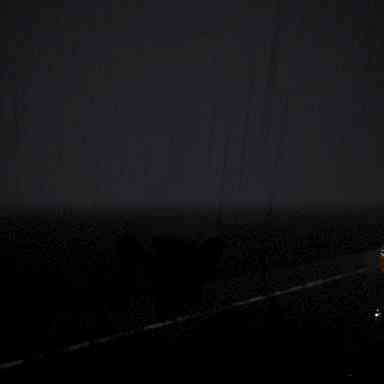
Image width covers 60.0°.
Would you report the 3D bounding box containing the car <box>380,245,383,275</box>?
[{"bbox_3d":[6.990,1.473,8.975,5.008,1.535,1.882,0,0,-35],"label":"car"}]
